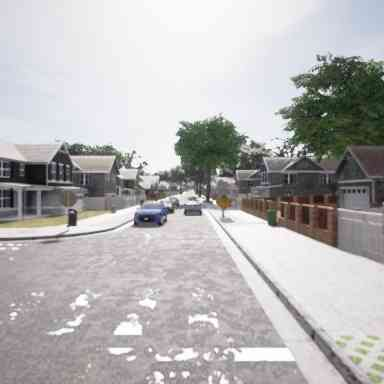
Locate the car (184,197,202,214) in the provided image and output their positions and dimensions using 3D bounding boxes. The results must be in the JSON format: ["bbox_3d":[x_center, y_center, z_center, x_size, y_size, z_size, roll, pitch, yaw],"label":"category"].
[{"bbox_3d":[0.099,1.528,35.365,2.033,1.411,5.357,0,0,0],"label":"car"}]

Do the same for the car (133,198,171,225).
[{"bbox_3d":[-2.896,1.472,24.059,1.882,1.535,5.008,0,0,2],"label":"car"}]

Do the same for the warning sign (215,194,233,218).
[{"bbox_3d":[2.519,1.108,26.293,1.300,1.860,1.060,0,0,0],"label":"warning sign"}]

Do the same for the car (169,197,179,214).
[{"bbox_3d":[-2.849,1.527,36.125,2.033,1.411,5.357,0,0,0],"label":"car"}]
